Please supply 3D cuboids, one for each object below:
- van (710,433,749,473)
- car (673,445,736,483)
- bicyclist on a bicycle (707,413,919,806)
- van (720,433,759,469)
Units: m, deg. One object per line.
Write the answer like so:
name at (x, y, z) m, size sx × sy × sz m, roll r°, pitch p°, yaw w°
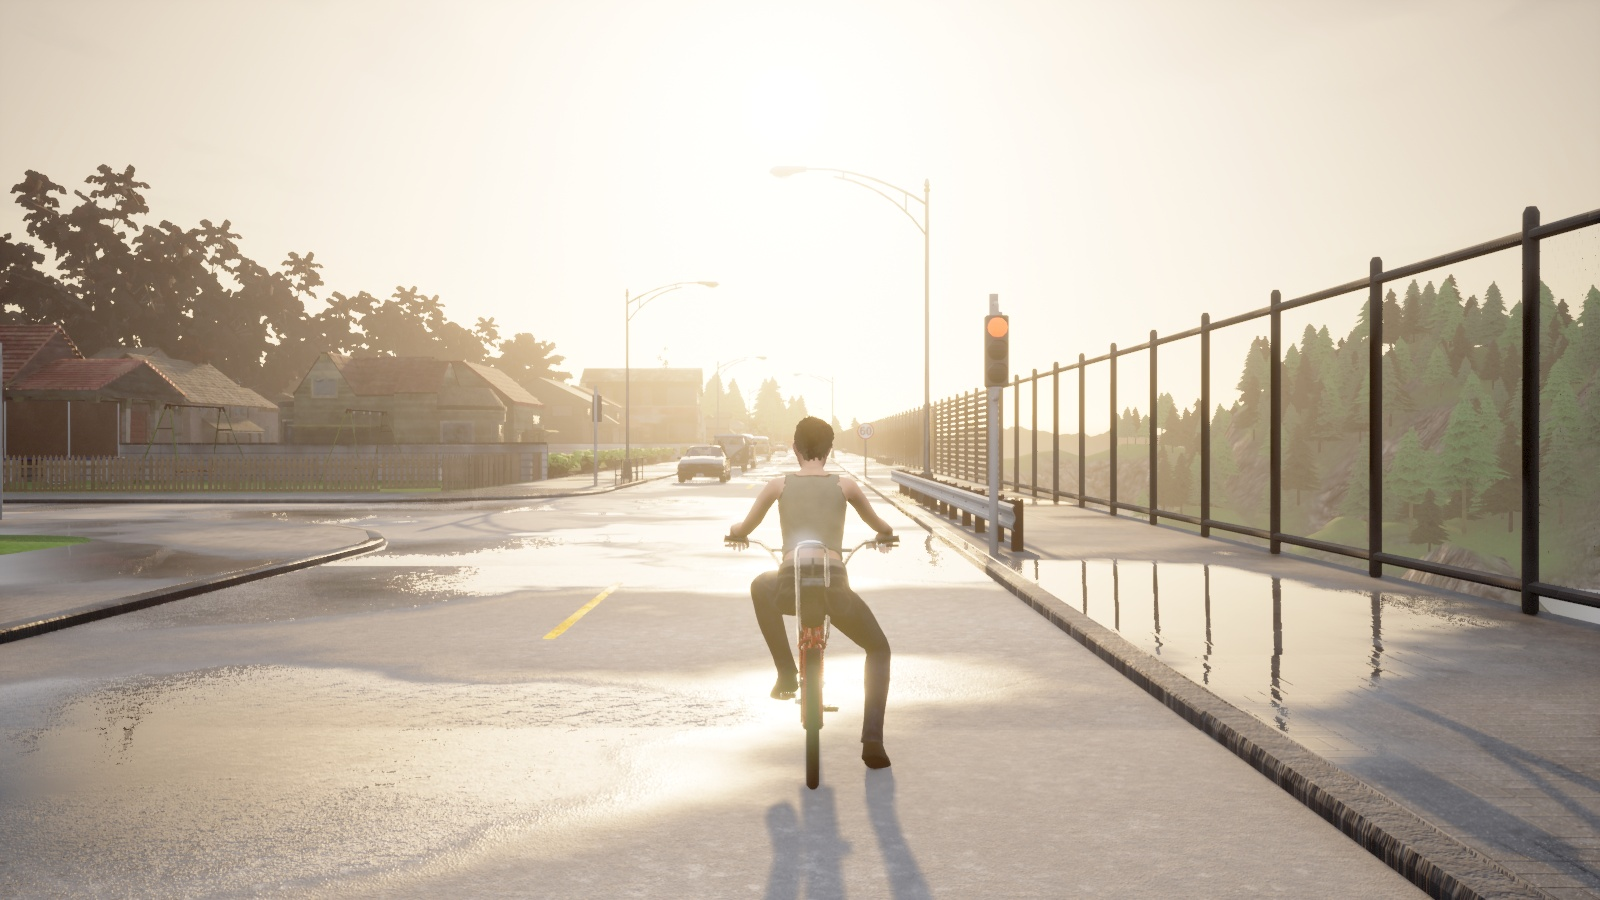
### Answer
van at (-3.597, 0.131, 64.813) m, size 1.775 × 1.987 × 4.442 m, roll 0°, pitch 0°, yaw 0°
car at (-3.690, 0.513, 49.200) m, size 2.033 × 1.411 × 5.357 m, roll 0°, pitch 0°, yaw 0°
bicyclist on a bicycle at (0.056, 0.650, 5.898) m, size 0.866 × 1.612 × 1.509 m, roll 0°, pitch 0°, yaw 0°
van at (-3.540, 0.042, 74.478) m, size 2.069 × 2.038 × 4.480 m, roll 0°, pitch 1°, yaw 0°
